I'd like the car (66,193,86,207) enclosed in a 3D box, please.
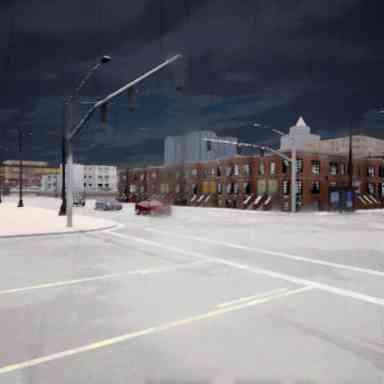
[{"bbox_3d":[-18.578,1.265,52.555,2.150,2.045,5.566,0,1,-35],"label":"car"}]

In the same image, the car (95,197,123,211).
[{"bbox_3d":[-10.294,1.403,41.008,2.097,1.767,4.553,0,0,-36],"label":"car"}]

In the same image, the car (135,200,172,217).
[{"bbox_3d":[-3.747,1.529,31.899,1.882,1.535,5.008,0,0,-36],"label":"car"}]
